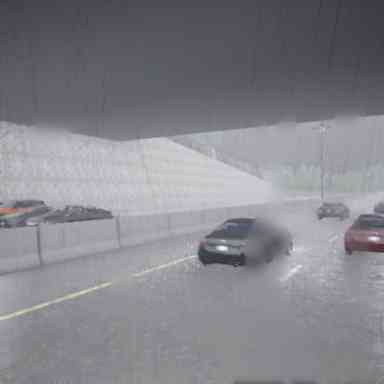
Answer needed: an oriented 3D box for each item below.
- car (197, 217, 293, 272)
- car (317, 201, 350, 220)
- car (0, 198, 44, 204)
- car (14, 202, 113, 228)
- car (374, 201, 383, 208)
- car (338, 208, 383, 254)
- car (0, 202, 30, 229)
[{"bbox_3d":[1.886,1.528,10.943,1.994,1.385,4.181,0,0,31],"label":"car"},{"bbox_3d":[11.197,1.446,26.245,2.033,1.411,5.357,0,0,31],"label":"car"},{"bbox_3d":[-11.857,1.315,22.406,2.097,1.767,4.553,0,0,31],"label":"car"},{"bbox_3d":[-6.419,1.455,17.877,2.128,1.511,4.902,0,0,31],"label":"car"},{"bbox_3d":[17.261,1.439,29.478,1.994,1.385,4.181,0,0,31],"label":"car"},{"bbox_3d":[7.072,1.511,12.729,1.994,1.385,4.181,0,0,31],"label":"car"},{"bbox_3d":[-9.301,1.528,19.874,1.994,1.385,4.181,0,0,31],"label":"car"}]
